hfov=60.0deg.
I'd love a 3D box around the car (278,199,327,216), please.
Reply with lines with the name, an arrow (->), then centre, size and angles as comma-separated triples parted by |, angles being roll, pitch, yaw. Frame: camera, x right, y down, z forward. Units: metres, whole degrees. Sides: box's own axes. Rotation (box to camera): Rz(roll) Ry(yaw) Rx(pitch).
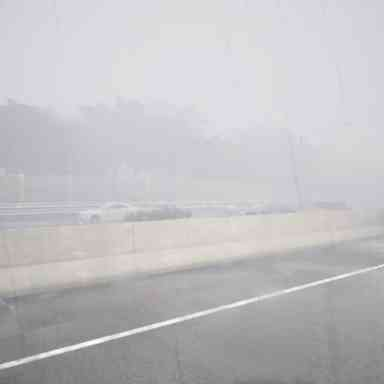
car -> 11.084, 1.520, 33.276 | 4.902, 1.511, 2.128 | 0, 0, -35

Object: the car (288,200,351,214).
car -> 9.288, 1.369, 23.446 | 4.553, 1.767, 2.097 | 0, 0, -35

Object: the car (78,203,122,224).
car -> -5.998, 1.527, 24.601 | 4.674, 1.442, 1.812 | 0, 0, -38

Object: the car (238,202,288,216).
car -> 6.065, 1.615, 25.458 | 4.718, 1.301, 1.895 | 0, 0, -35

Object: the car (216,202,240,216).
car -> 4.661, 1.618, 32.878 | 4.718, 1.301, 1.895 | 0, 0, -36

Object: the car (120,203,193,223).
car -> -2.382, 1.605, 23.741 | 4.718, 1.301, 1.895 | 0, 0, -35
